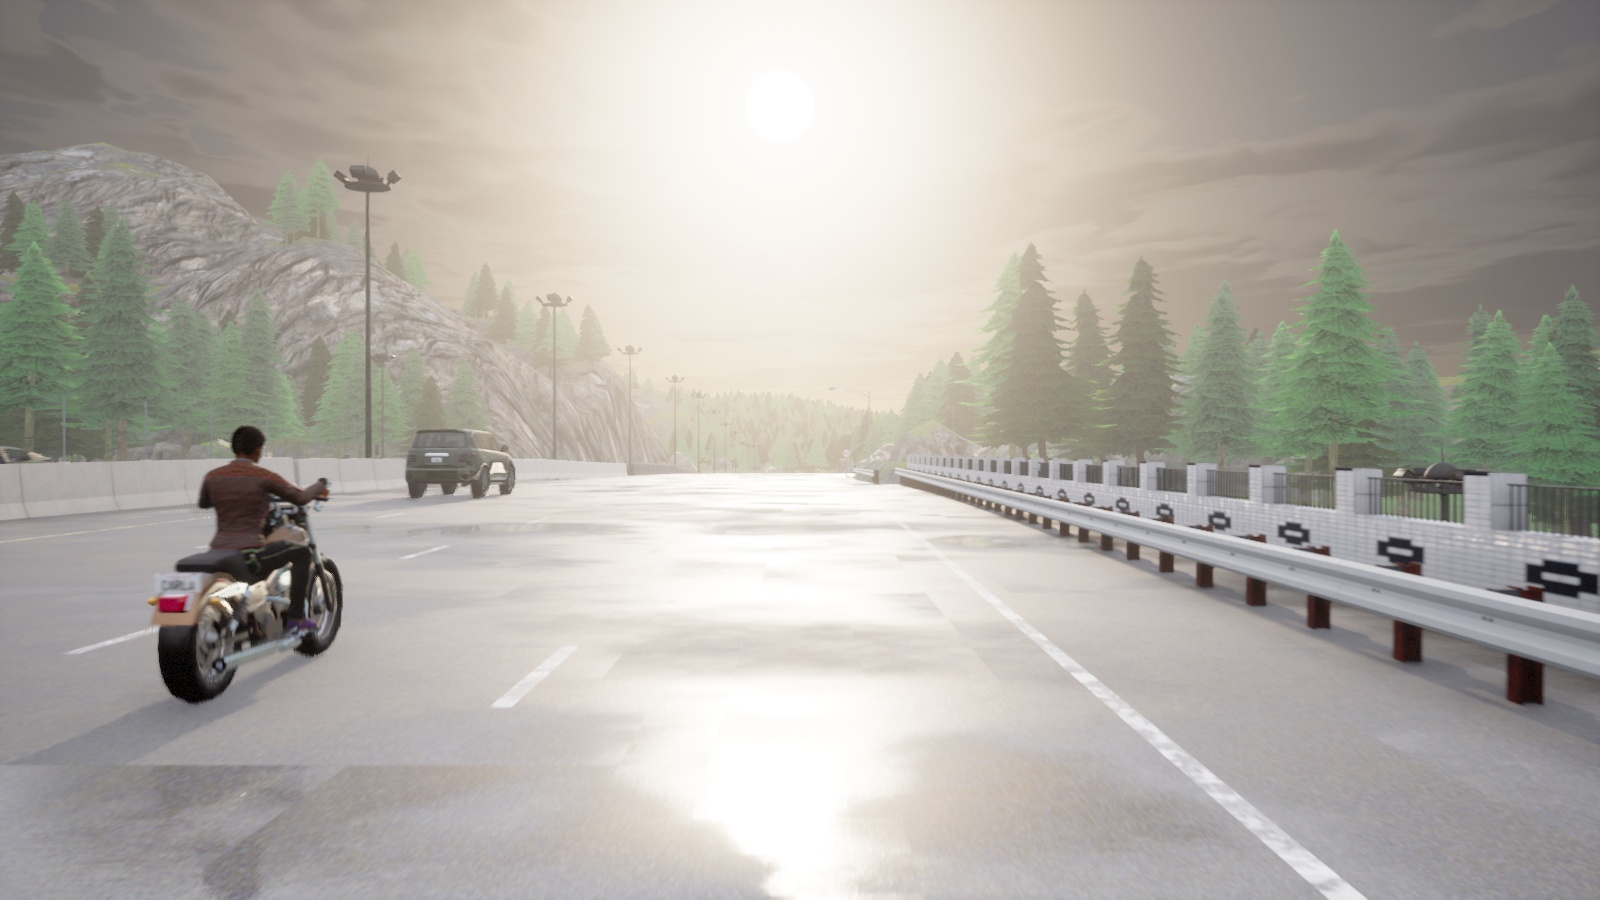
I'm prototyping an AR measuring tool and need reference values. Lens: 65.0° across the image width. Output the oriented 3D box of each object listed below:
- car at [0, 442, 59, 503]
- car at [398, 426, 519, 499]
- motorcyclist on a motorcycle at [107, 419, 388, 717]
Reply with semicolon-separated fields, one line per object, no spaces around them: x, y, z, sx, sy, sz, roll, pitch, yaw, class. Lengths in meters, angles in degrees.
-20.810;0.561;31.299;2.007;1.525;4.514;0;0;0;car
-10.270;0.375;38.278;2.150;2.045;5.566;0;0;0;car
-3.439;0.648;8.114;0.766;1.649;2.350;0;0;0;motorcyclist on a motorcycle
